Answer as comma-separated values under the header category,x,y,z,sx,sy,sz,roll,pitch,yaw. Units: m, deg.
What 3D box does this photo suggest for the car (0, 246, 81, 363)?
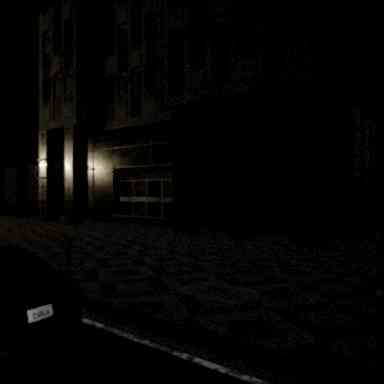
category,x,y,z,sx,sy,sz,roll,pitch,yaw
car,-3.603,1.569,5.415,4.313,1.339,1.947,0,0,35
